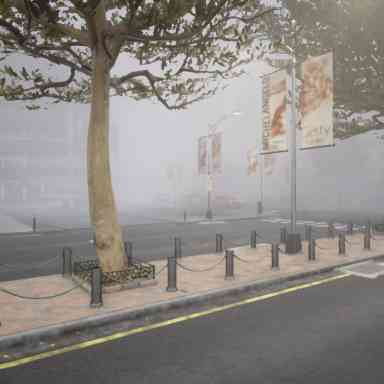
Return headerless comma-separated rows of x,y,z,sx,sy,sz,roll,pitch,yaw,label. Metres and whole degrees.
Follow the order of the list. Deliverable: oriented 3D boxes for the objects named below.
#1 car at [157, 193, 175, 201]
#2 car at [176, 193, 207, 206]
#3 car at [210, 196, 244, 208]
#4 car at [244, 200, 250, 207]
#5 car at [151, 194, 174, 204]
-5.085,1.221,67.868,5.566,2.045,2.150,0,0,45,car
-0.178,1.351,55.955,2.097,1.767,4.553,0,0,-36,car
4.916,1.351,48.874,2.097,1.767,4.553,0,0,-35,car
6.980,1.525,52.017,1.812,1.442,4.674,0,0,-36,car
-6.081,1.563,63.566,1.994,1.385,4.181,0,0,-42,car
